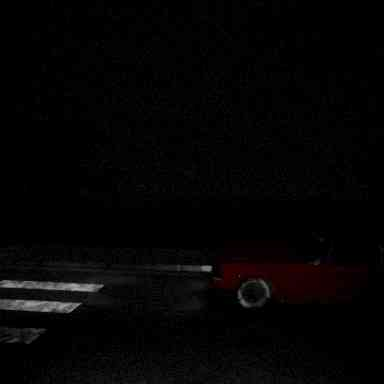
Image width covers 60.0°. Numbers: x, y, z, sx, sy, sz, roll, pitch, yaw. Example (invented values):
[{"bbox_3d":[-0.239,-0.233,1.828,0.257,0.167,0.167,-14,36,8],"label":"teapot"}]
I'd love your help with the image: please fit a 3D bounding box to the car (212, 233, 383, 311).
[{"bbox_3d":[2.763,1.524,6.748,4.718,1.301,1.895,0,1,7],"label":"car"}]
